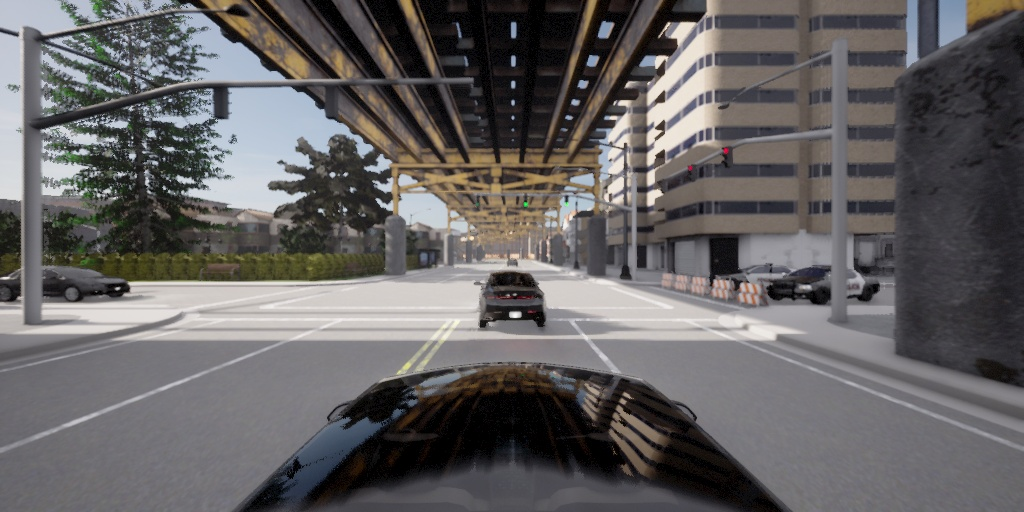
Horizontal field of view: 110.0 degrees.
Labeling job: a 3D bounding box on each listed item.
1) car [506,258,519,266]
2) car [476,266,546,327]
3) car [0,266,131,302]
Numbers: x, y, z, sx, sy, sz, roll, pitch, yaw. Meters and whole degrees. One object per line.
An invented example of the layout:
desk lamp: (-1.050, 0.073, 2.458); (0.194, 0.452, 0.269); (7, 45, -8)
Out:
car: (0.095, 1.074, 61.041); (2.128, 1.511, 4.902); (0, 0, 0)
car: (-0.134, 1.227, 11.447); (1.837, 1.490, 4.892); (0, 0, -5)
car: (-20.061, 1.214, 16.055); (4.892, 1.490, 1.837); (0, 0, 0)
